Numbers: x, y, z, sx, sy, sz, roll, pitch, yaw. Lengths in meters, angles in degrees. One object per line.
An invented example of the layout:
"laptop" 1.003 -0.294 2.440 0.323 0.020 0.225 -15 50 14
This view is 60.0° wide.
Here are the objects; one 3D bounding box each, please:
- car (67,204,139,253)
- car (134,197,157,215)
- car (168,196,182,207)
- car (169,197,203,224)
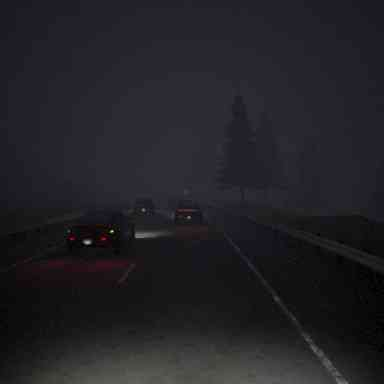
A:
"car" -3.464 1.431 13.201 1.812 1.442 4.674 0 0 -1
"car" -4.385 1.284 31.128 1.837 1.490 4.892 0 0 -5
"car" -1.941 1.185 41.290 1.882 1.535 5.008 0 0 -7
"car" -0.310 1.330 22.849 2.128 1.511 4.902 0 0 -3
